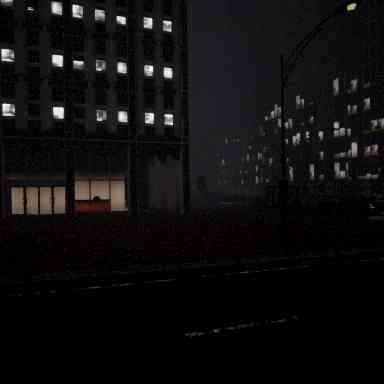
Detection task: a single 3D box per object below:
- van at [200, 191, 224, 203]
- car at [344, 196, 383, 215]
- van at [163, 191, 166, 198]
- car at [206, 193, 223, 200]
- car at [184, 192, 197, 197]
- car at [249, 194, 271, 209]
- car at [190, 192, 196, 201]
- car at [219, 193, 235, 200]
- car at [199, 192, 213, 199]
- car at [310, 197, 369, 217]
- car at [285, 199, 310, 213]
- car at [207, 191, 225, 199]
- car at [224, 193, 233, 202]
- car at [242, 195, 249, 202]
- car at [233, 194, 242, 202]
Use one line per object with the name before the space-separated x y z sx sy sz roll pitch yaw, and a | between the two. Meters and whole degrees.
van | 3.308 0.952 56.071 1.690 1.788 3.998 0 1 -20
car | 15.387 1.175 30.283 2.097 1.767 4.553 -1 1 -20
van | -6.364 0.687 82.793 1.690 1.788 3.998 0 1 -20
car | 4.559 0.930 69.609 1.812 1.442 4.674 -1 1 -20
car | -0.418 0.709 90.990 2.008 1.369 4.403 0 1 -20
car | 9.061 1.331 40.025 1.947 1.339 4.313 0 1 -20
car | -0.560 1.056 66.763 2.008 1.369 4.403 0 1 -20
car | 7.320 0.953 69.614 1.802 1.307 4.206 0 1 -20
car | 3.450 0.705 80.300 1.967 1.590 4.097 0 1 -20
car | 12.858 1.434 29.309 1.947 1.339 4.313 0 1 -20
car | 10.940 1.399 34.661 1.802 1.307 4.206 0 1 -20
car | 5.384 0.633 74.955 2.192 1.841 5.009 0 1 -20
car | 4.819 1.155 59.786 2.033 1.411 5.357 -1 1 -20
car | 11.188 1.059 58.924 1.802 1.307 4.206 0 1 -20
car | 7.974 1.023 60.173 1.812 1.442 4.674 -1 1 -20
